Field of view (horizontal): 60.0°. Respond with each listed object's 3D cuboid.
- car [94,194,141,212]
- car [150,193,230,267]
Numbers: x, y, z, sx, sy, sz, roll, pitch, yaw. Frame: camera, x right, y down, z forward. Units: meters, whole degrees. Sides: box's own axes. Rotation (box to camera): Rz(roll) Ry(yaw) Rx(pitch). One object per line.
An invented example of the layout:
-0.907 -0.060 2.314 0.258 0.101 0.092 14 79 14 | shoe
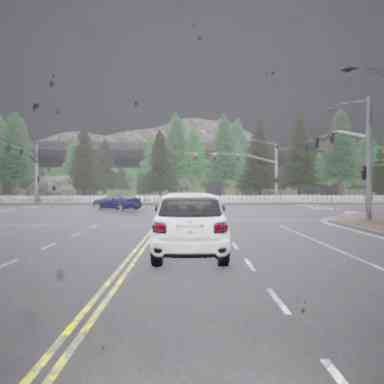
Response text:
-6.951 0.931 30.727 5.008 1.535 1.882 1 1 35 | car
-0.057 1.033 10.821 2.150 2.045 5.566 0 1 0 | car
